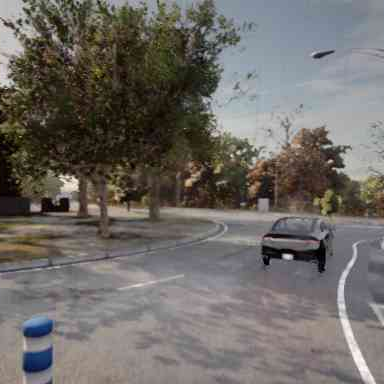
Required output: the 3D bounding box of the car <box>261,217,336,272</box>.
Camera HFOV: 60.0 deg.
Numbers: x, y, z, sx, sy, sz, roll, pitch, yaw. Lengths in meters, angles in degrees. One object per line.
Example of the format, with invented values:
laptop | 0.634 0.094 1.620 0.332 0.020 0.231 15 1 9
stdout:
car | 3.717 1.588 11.348 2.128 1.511 4.902 0 0 26
